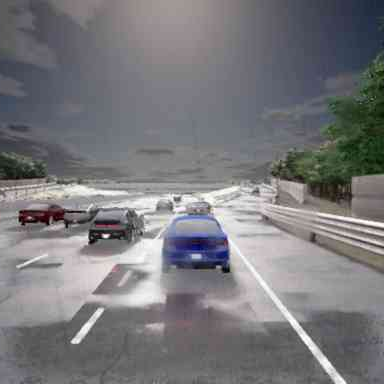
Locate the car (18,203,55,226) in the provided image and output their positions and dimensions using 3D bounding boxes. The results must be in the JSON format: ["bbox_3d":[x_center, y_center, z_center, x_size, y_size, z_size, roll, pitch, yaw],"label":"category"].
[{"bbox_3d":[-10.355,1.500,23.662,1.882,1.535,5.008,0,0,0],"label":"car"}]

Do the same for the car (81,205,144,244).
[{"bbox_3d":[-3.477,1.521,15.878,1.837,1.490,4.892,0,0,0],"label":"car"}]

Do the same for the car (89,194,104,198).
[{"bbox_3d":[-21.012,1.506,71.757,1.837,1.490,4.892,0,0,0],"label":"car"}]

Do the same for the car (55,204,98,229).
[{"bbox_3d":[-6.860,1.513,21.989,2.128,1.511,4.902,0,0,0],"label":"car"}]

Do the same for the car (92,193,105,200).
[{"bbox_3d":[-24.631,1.266,87.583,2.097,1.767,4.553,0,0,0],"label":"car"}]

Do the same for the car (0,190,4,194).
[{"bbox_3d":[-47.951,0.176,81.809,2.097,1.767,4.553,0,2,-15],"label":"car"}]

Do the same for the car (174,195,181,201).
[{"bbox_3d":[-3.572,1.480,80.777,2.128,1.511,4.902,0,0,0],"label":"car"}]

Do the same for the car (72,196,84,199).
[{"bbox_3d":[-24.512,1.529,71.716,1.812,1.442,4.674,0,0,0],"label":"car"}]

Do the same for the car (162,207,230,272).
[{"bbox_3d":[0.113,1.488,10.908,1.882,1.535,5.008,0,0,0],"label":"car"}]

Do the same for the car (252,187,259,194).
[{"bbox_3d":[17.878,-0.217,93.208,1.837,1.490,4.892,0,3,12],"label":"car"}]

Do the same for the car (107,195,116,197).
[{"bbox_3d":[-21.131,1.437,87.595,2.128,1.511,4.902,0,0,0],"label":"car"}]

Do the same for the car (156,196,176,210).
[{"bbox_3d":[-3.424,1.607,42.394,1.994,1.385,4.181,0,0,0],"label":"car"}]

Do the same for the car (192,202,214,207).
[{"bbox_3d":[0.867,1.577,29.361,2.033,1.411,5.357,0,0,7],"label":"car"}]
